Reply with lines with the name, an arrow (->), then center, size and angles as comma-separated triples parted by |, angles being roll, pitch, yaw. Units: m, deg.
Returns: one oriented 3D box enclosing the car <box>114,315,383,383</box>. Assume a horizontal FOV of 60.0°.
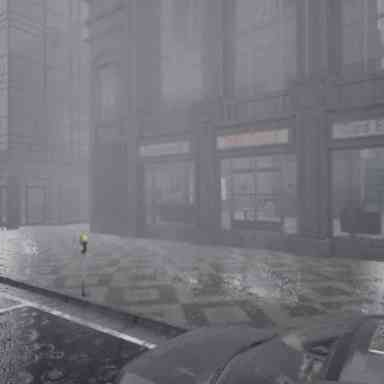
car -> 1.291, 1.551, 2.039 | 4.403, 1.369, 2.008 | -1, 0, 36
